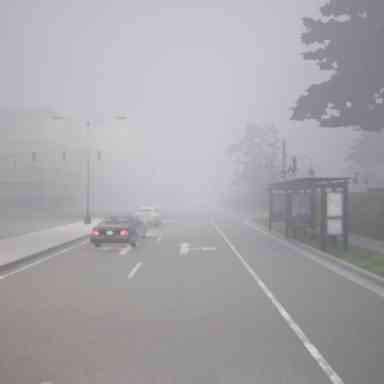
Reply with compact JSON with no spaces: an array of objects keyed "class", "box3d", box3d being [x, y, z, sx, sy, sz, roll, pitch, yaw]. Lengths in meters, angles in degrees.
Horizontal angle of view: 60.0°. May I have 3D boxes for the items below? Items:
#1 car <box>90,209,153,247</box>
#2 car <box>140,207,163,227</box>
[{"class":"car","box3d":[-3.364,1.751,16.119,2.033,1.411,5.357,0,-1,0]},{"class":"car","box3d":[-3.344,1.852,25.643,1.812,1.442,4.674,0,-1,0]}]
